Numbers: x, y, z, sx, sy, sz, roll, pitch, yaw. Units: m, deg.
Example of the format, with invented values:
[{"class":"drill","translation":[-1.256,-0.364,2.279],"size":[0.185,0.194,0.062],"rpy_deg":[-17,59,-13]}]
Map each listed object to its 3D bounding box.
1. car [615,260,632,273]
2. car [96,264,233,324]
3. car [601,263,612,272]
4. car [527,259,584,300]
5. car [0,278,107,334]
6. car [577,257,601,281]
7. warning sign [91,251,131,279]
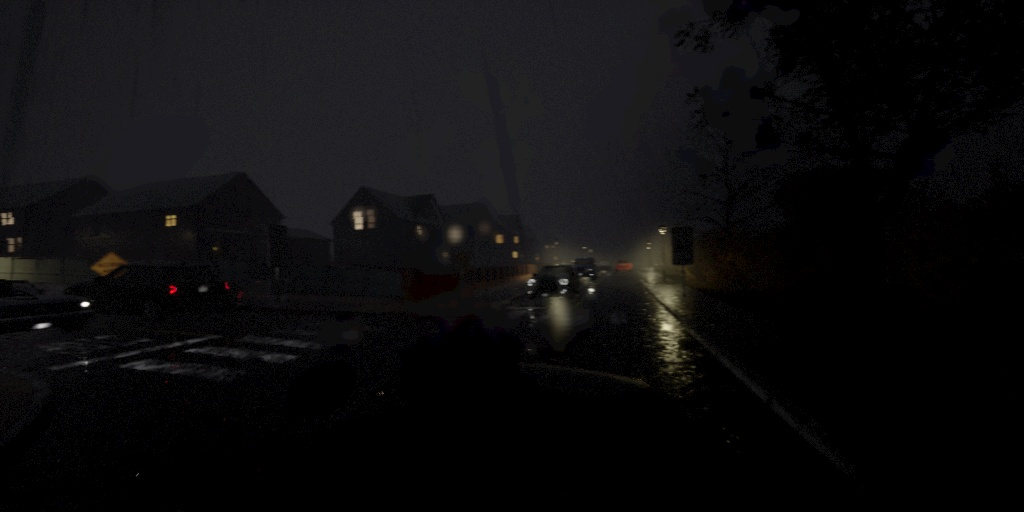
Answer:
[{"class":"car","translation":[15.361,1.306,49.179],"size":[2.097,1.767,4.553],"rpy_deg":[-2,-1,20]},{"class":"car","translation":[-11.514,1.017,11.407],"size":[4.553,1.767,2.097],"rpy_deg":[1,0,12]},{"class":"car","translation":[13.552,1.678,52.606],"size":[1.895,1.301,4.718],"rpy_deg":[-2,-1,20]},{"class":"car","translation":[2.253,1.236,18.702],"size":[2.097,1.767,4.553],"rpy_deg":[-2,-1,18]},{"class":"car","translation":[-12.708,1.232,8.582],"size":[4.718,1.301,1.895],"rpy_deg":[1,0,13]},{"class":"car","translation":[6.529,1.171,32.529],"size":[2.150,2.045,5.566],"rpy_deg":[-2,-1,18]},{"class":"warning sign","translation":[-16.704,0.740,15.050],"size":[1.060,1.860,1.300],"rpy_deg":[0,0,13]}]
